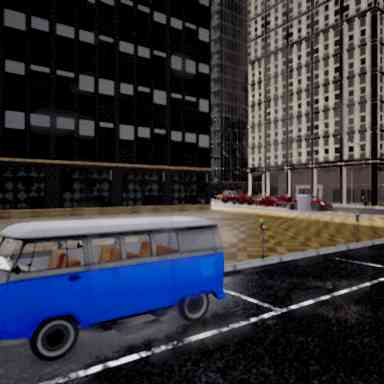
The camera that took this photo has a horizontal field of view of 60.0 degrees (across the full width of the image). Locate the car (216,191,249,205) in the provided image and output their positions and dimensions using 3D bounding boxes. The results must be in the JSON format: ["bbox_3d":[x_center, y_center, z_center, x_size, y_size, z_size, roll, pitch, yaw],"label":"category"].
[{"bbox_3d":[5.901,0.759,43.349,2.192,1.841,5.009,1,0,-35],"label":"car"}]

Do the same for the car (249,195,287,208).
[{"bbox_3d":[9.131,1.133,38.812,1.802,1.307,4.206,1,0,-35],"label":"car"}]

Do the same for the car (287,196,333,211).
[{"bbox_3d":[12.373,1.099,34.274,1.967,1.590,4.097,1,0,-35],"label":"car"}]

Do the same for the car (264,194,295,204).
[{"bbox_3d":[12.680,1.021,48.267,1.802,1.307,4.206,1,0,-35],"label":"car"}]

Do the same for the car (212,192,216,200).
[{"bbox_3d":[6.105,0.746,57.485,1.752,1.417,4.829,1,0,-35],"label":"car"}]

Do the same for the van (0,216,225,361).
[{"bbox_3d":[-1.296,1.343,5.631,3.998,1.788,1.690,0,0,-35],"label":"van"}]
